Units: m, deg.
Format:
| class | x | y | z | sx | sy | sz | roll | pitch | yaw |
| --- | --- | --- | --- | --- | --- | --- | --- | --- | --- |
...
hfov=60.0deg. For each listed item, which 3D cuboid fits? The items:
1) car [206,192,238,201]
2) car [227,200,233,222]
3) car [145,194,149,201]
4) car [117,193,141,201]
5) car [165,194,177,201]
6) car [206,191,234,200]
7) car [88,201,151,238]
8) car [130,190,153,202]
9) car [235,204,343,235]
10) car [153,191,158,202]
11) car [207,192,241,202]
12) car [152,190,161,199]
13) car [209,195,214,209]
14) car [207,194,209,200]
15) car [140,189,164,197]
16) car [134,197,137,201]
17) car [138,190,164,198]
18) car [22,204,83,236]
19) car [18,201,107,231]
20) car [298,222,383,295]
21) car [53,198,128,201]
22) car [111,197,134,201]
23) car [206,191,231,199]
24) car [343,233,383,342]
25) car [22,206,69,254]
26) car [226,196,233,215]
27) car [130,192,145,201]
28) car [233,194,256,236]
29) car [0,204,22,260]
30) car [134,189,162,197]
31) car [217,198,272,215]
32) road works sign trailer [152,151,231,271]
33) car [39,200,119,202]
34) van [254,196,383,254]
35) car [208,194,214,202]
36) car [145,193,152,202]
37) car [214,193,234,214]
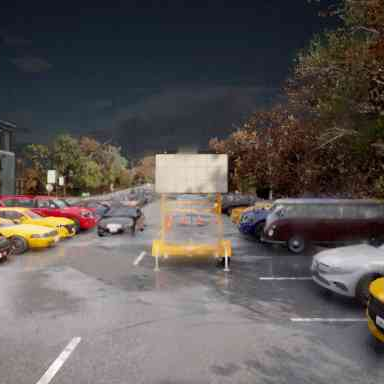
| class | x | y | z | sx | sy | sz | roll | pitch | yaw |
| --- | --- | --- | --- | --- | --- | --- | --- | --- | --- |
| car | 5.153 | 0.748 | 57.411 | 5.366 | 1.575 | 1.946 | 0 | 2 | 0 |
| car | 5.008 | 1.480 | 21.290 | 5.008 | 1.535 | 2.097 | 0 | 0 | 0 |
| car | -8.062 | 1.303 | 40.614 | 4.792 | 1.488 | 2.163 | 0 | 1 | 0 |
| car | -8.053 | 1.249 | 35.045 | 4.553 | 1.767 | 2.185 | 0 | 1 | 0 |
| car | -3.654 | 0.806 | 58.082 | 1.994 | 1.385 | 4.181 | 0 | 2 | 0 |
| car | 4.992 | 0.658 | 60.202 | 4.792 | 1.488 | 2.163 | 0 | 3 | 0 |
| car | -3.620 | 1.489 | 17.768 | 2.128 | 1.511 | 4.902 | 0 | 0 | 0 |
| car | -8.130 | 1.012 | 46.184 | 4.553 | 1.767 | 2.185 | 0 | 2 | 0 |
| car | 5.202 | 1.477 | 18.382 | 5.366 | 1.575 | 1.946 | 0 | 0 | 0 |
| car | -8.135 | 0.998 | 51.768 | 4.792 | 1.488 | 2.163 | 0 | 2 | 0 |
| car | 5.156 | 0.861 | 54.618 | 5.366 | 1.575 | 1.946 | 0 | 2 | 0 |
| car | -8.115 | 0.867 | 54.544 | 4.892 | 1.521 | 2.231 | 0 | 2 | 0 |
| car | 4.810 | 1.368 | 35.235 | 5.366 | 1.575 | 1.946 | 0 | 1 | 0 |
| car | 4.976 | 1.133 | 46.385 | 5.008 | 1.535 | 2.097 | 0 | 2 | 0 |
| car | -8.156 | 0.253 | 68.463 | 4.792 | 1.488 | 2.163 | 0 | 3 | 0 |
| car | -8.078 | 1.452 | 32.260 | 4.674 | 1.452 | 2.002 | 0 | 0 | 0 |
| car | -8.094 | 0.392 | 65.683 | 4.792 | 1.488 | 2.163 | 0 | 3 | 0 |
| car | -8.065 | 1.480 | 15.542 | 5.008 | 1.535 | 2.097 | 0 | 0 | 0 |
| car | -8.069 | 1.520 | 21.108 | 4.674 | 1.452 | 2.002 | 0 | 0 | 0 |
| car | 5.034 | 1.522 | 7.242 | 4.674 | 1.452 | 2.002 | 0 | 0 | 0 |
| car | -8.079 | 1.462 | 26.681 | 5.008 | 1.535 | 2.097 | 0 | 0 | 0 |
| car | -8.083 | 1.441 | 29.470 | 5.008 | 1.535 | 2.097 | 0 | 1 | 0 |
| car | 4.963 | 0.531 | 63.111 | 4.674 | 1.452 | 2.002 | 0 | 3 | 0 |
| car | 5.040 | 1.481 | 4.457 | 5.008 | 1.535 | 2.097 | 0 | 0 | 0 |
| car | -7.870 | 1.478 | 12.759 | 5.366 | 1.575 | 1.946 | 0 | 0 | 0 |
| car | 5.041 | 1.349 | 24.075 | 4.553 | 1.767 | 2.185 | 0 | 0 | 0 |
| car | -8.057 | 1.203 | 37.824 | 4.553 | 1.767 | 2.185 | 0 | 1 | 0 |
| car | 4.992 | 1.229 | 15.597 | 5.566 | 2.045 | 2.435 | 0 | 0 | 0 |
| car | -8.084 | 1.356 | 10.100 | 4.553 | 1.767 | 2.185 | 0 | 0 | 0 |
| car | -8.088 | 0.375 | 62.893 | 4.553 | 1.767 | 2.185 | 0 | 3 | 0 |
| car | 5.005 | 1.409 | 32.446 | 5.008 | 1.535 | 2.097 | 0 | 1 | 0 |
| road works sign trailer | -0.014 | 0.466 | 10.894 | 2.380 | 3.560 | 2.880 | 0 | 0 | 0 |
| car | -8.099 | 1.504 | 23.894 | 4.792 | 1.488 | 2.163 | 0 | 0 | 0 |
| van | 4.908 | 1.255 | 12.811 | 4.442 | 1.987 | 1.878 | 0 | 0 | 0 |
| car | 4.979 | 1.209 | 43.468 | 4.892 | 1.521 | 2.231 | 0 | 2 | 0 |
| car | -8.124 | 1.239 | 43.401 | 4.792 | 1.488 | 2.163 | 0 | 1 | 0 |
| car | 5.031 | 1.188 | 29.655 | 5.566 | 2.045 | 2.435 | 0 | 1 | 0 |
